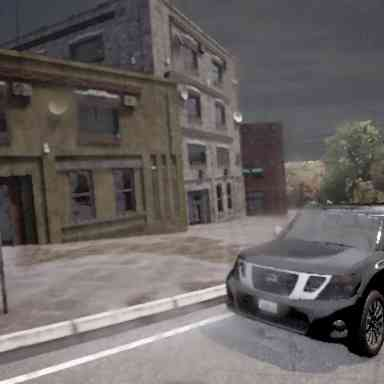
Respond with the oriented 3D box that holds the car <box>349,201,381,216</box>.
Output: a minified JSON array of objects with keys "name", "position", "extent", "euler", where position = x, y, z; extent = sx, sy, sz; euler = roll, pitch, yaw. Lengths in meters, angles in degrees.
[{"name":"car","position":[22.894,2.184,44.268],"extent":[2.097,1.767,4.553],"euler":[-4,-3,6]}]

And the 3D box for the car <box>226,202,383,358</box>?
[{"name":"car","position":[3.103,1.257,6.524],"extent":[5.566,2.045,2.150],"euler":[0,-1,-42]}]
